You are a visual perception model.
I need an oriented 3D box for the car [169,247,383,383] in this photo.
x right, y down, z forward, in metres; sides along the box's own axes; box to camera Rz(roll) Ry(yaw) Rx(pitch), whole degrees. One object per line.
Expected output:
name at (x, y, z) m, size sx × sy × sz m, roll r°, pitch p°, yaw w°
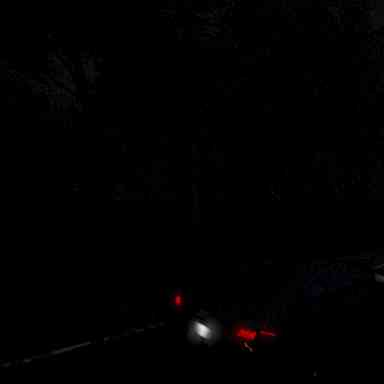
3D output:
car at (1.753, 1.565, 4.996) m, size 4.181 × 1.385 × 1.994 m, roll 0°, pitch 0°, yaw -35°
